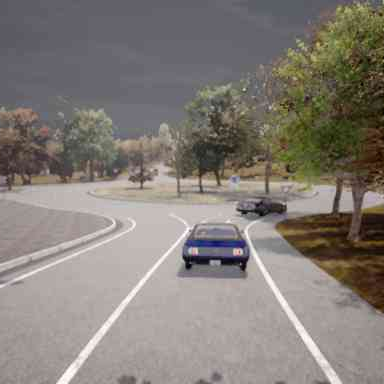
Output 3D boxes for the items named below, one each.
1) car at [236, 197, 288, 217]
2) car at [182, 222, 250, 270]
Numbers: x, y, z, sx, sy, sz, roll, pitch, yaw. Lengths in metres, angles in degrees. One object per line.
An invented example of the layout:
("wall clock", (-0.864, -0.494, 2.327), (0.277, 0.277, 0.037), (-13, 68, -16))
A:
("car", (5.531, 1.081, 25.912), (2.033, 1.411, 5.357), (4, 3, 41))
("car", (0.805, 1.659, 11.267), (1.895, 1.301, 4.718), (1, 0, 4))
